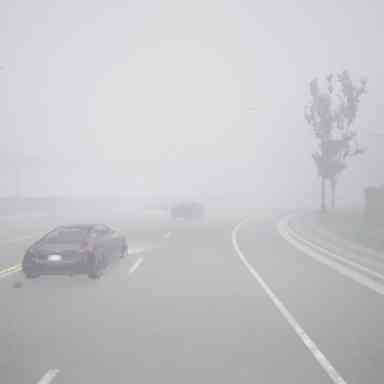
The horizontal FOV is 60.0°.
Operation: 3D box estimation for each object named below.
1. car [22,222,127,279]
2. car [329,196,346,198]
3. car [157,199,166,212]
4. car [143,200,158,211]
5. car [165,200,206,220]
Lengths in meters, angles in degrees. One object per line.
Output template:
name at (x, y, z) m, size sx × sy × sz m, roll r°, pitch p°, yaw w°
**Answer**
car at (-3.341, 1.606, 10.246) m, size 1.994 × 1.385 × 4.181 m, roll 0°, pitch 0°, yaw 2°
car at (29.318, 1.139, 67.666) m, size 4.181 × 1.385 × 1.994 m, roll -1°, pitch -1°, yaw -25°
car at (-1.949, 1.720, 41.497) m, size 1.994 × 1.385 × 4.181 m, roll -1°, pitch -1°, yaw 30°
car at (-4.442, 1.729, 44.113) m, size 1.812 × 1.442 × 4.674 m, roll -1°, pitch -1°, yaw 32°
car at (-0.252, 1.551, 29.250) m, size 1.882 × 1.535 × 5.008 m, roll -2°, pitch 0°, yaw 19°
